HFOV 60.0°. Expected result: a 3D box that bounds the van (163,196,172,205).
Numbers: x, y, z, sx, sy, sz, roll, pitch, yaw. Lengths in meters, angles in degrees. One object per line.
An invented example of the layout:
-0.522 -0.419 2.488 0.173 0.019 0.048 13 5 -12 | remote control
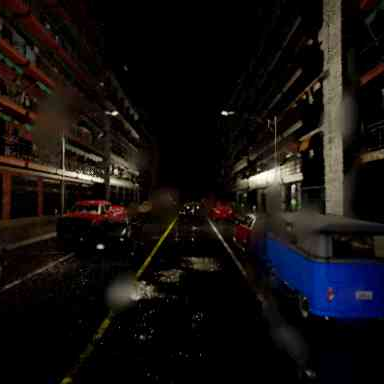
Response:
-5.620 1.912 75.365 1.690 1.788 3.998 1 0 0 | van

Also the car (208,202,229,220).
2.710 1.808 29.853 1.802 1.307 4.206 1 0 0 | car

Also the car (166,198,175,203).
-5.621 2.209 86.756 2.008 1.369 4.403 1 0 0 | car

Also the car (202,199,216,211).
2.716 1.899 46.942 1.887 1.381 4.507 1 0 0 | car

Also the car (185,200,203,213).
0.111 1.917 41.870 1.895 1.301 4.718 0 0 0 | car

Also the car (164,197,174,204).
-5.620 2.055 81.061 1.967 1.590 4.097 1 0 0 | car

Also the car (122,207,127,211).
-5.672 1.727 24.098 1.887 1.381 4.507 1 0 0 | car

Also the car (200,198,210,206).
2.722 2.072 69.727 1.887 1.381 4.507 1 0 0 | car

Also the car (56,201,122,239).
-5.668 1.455 18.403 2.192 1.841 5.009 1 0 0 | car

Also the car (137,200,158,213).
-5.640 1.836 41.016 1.752 1.417 4.829 1 0 0 | car

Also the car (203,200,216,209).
2.717 1.942 52.638 1.887 1.381 4.507 1 0 0 | car

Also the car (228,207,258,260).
2.708 1.537 12.766 1.967 1.590 4.097 1 0 0 | car

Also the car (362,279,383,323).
2.703 1.593 1.372 1.802 1.307 4.206 1 0 0 | car

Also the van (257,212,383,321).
2.709 1.395 7.071 1.690 1.788 3.998 1 0 0 | van

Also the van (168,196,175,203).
-5.616 2.042 92.453 1.690 1.788 3.998 1 0 0 | van

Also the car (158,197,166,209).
-5.630 1.943 52.579 1.887 1.381 4.507 1 0 0 | car

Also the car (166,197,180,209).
-3.053 1.973 54.251 1.994 1.385 4.181 0 0 0 | car

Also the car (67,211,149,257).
-3.096 1.664 13.206 1.994 1.385 4.181 0 0 0 | car

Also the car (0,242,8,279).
-5.676 1.605 7.009 2.008 1.369 4.403 1 0 0 | car
